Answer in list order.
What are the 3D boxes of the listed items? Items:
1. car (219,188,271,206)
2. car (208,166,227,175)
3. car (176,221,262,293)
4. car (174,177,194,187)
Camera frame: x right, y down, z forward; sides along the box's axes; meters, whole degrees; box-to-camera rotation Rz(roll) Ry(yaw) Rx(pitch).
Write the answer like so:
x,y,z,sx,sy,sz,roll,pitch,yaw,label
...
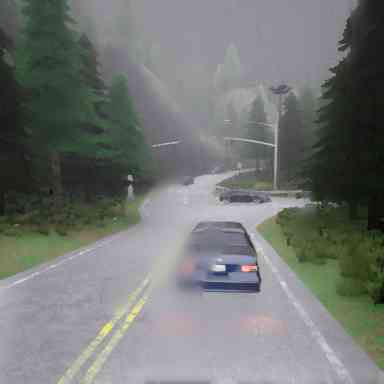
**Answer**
x,y,z,sx,sy,sz,roll,pitch,yaw,label
4.862,0.398,31.043,4.902,1.511,2.128,0,7,28,car
4.946,-4.116,64.083,1.837,1.490,4.892,3,10,37,car
0.737,1.496,8.909,2.033,1.411,5.357,0,0,5,car
-1.138,-1.565,49.771,1.895,1.301,4.718,1,10,16,car
